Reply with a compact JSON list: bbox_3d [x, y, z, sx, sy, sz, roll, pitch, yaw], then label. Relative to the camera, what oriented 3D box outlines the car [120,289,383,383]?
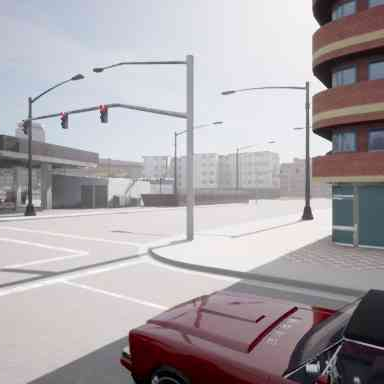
[{"bbox_3d":[1.589,1.601,2.840,4.718,1.301,1.895,0,0,36],"label":"car"}]

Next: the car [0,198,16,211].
[{"bbox_3d":[-22.264,1.456,38.800,3.806,1.475,1.970,0,0,36],"label":"car"}]
